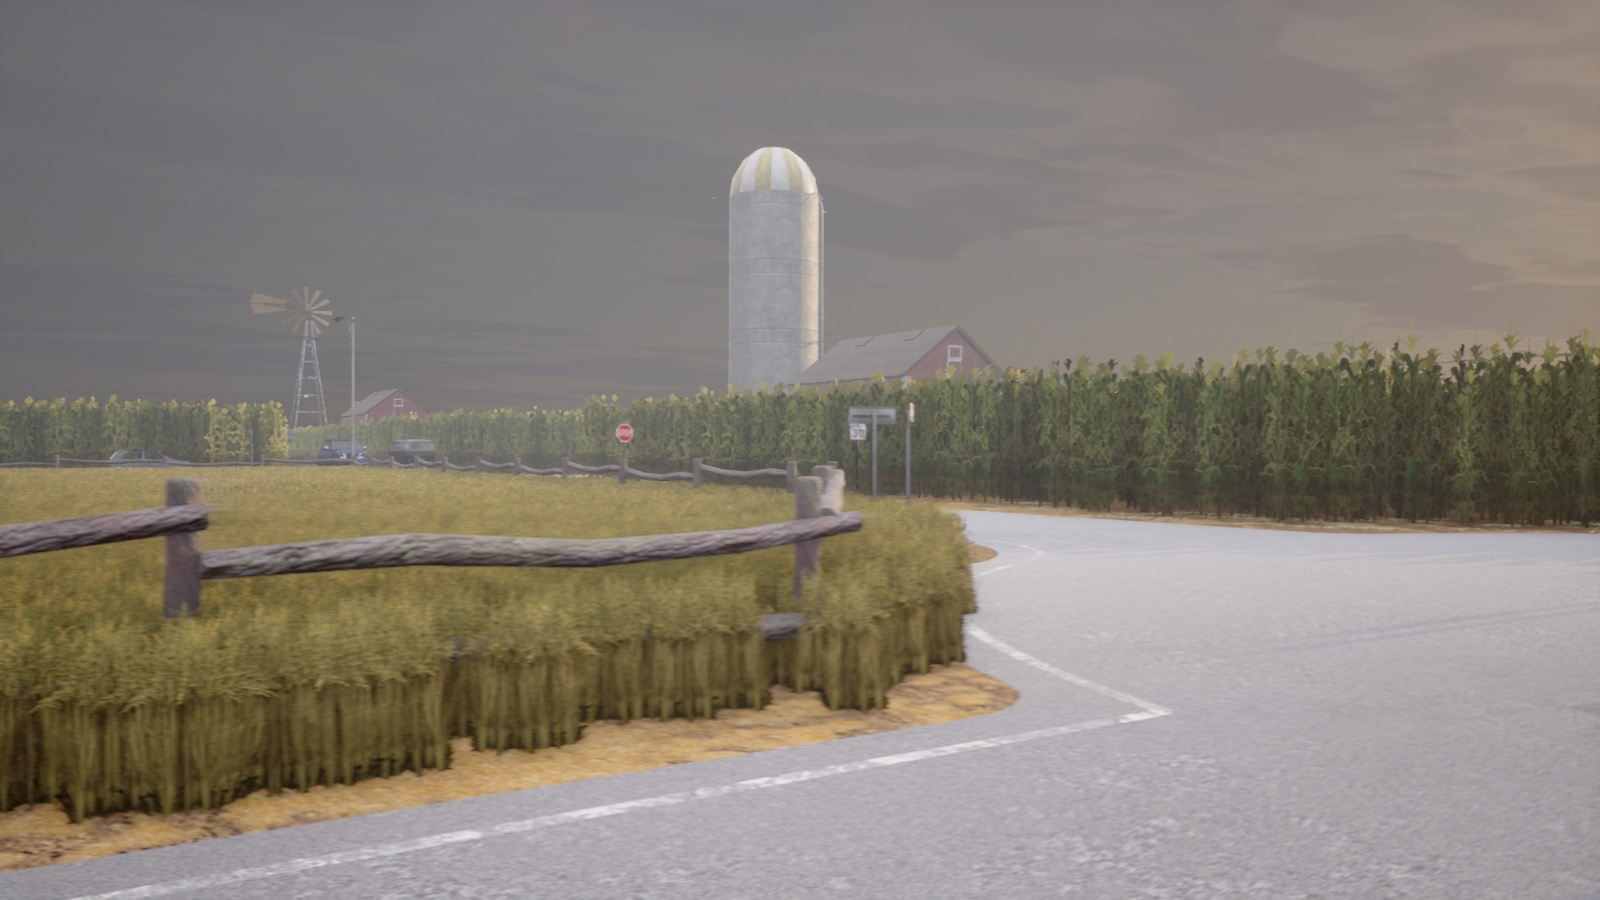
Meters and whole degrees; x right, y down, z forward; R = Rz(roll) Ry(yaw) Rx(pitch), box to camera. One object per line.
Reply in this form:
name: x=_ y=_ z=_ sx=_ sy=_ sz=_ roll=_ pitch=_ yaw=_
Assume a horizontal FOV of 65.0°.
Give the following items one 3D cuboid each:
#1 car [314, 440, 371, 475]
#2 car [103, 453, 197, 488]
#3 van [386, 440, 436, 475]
car: x=-27.306 y=0.447 z=74.895 sx=2.150 sy=2.045 sz=5.566 roll=0 pitch=0 yaw=-31
car: x=-29.374 y=0.884 z=56.747 sx=3.633 sy=1.501 sz=1.845 roll=-1 pitch=0 yaw=-31
van: x=-22.727 y=0.460 z=73.322 sx=1.775 sy=1.987 sz=4.442 roll=0 pitch=0 yaw=-31
